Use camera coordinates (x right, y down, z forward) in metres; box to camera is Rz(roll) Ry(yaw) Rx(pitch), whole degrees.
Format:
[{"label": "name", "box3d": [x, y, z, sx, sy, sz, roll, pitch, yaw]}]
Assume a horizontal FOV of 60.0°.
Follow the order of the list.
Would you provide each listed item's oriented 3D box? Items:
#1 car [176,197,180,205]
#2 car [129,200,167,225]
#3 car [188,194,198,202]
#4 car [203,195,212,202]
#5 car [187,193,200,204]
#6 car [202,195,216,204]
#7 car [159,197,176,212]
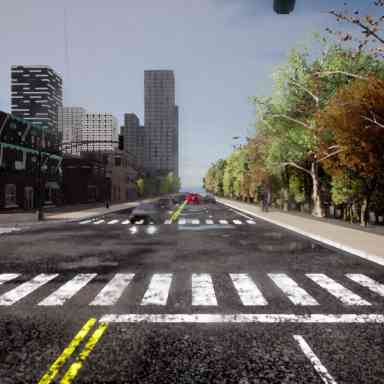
[{"label": "car", "box3d": [-3.193, 1.542, 59.344, 1.994, 1.385, 4.181, 0, 0, 0]}, {"label": "car", "box3d": [-3.301, 1.541, 24.602, 2.033, 1.411, 5.357, 0, 0, 0]}, {"label": "car", "box3d": [0.164, 1.325, 72.781, 2.097, 1.767, 4.553, 0, 0, 0]}, {"label": "car", "box3d": [3.402, 1.470, 73.082, 1.837, 1.490, 4.892, 0, 0, 0]}, {"label": "car", "box3d": [0.228, 1.198, 62.214, 2.150, 2.045, 5.566, 0, 0, 1]}, {"label": "car", "box3d": [3.482, 1.540, 63.126, 1.994, 1.385, 4.181, 0, 0, 0]}, {"label": "car", "box3d": [-3.267, 1.491, 39.461, 1.837, 1.490, 4.892, 0, 0, 0]}]
